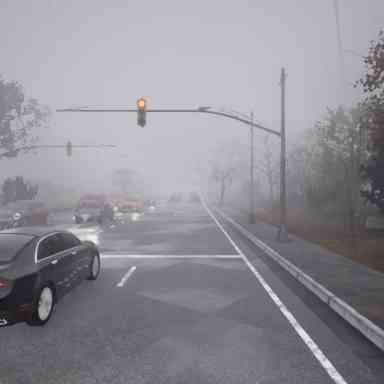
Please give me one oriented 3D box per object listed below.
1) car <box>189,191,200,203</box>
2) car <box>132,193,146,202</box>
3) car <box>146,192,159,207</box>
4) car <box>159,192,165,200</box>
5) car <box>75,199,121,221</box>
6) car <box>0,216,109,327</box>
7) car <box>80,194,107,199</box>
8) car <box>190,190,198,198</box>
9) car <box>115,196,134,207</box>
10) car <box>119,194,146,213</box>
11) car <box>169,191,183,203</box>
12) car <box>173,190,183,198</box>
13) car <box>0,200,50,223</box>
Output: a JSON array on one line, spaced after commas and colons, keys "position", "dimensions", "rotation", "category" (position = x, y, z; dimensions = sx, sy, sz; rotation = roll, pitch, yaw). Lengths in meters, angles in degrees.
[{"position": [0.449, 1.169, 60.670], "dimensions": [2.128, 1.511, 4.902], "rotation": [0, 3, 0], "category": "car"}, {"position": [-10.174, 1.056, 63.667], "dimensions": [1.812, 1.442, 4.674], "rotation": [0, 3, 1], "category": "car"}, {"position": [-6.796, 1.320, 51.685], "dimensions": [2.097, 1.767, 4.553], "rotation": [0, 1, 1], "category": "car"}, {"position": [-6.607, 0.781, 68.082], "dimensions": [1.882, 1.535, 5.008], "rotation": [0, 3, 0], "category": "car"}, {"position": [-6.985, 1.492, 24.257], "dimensions": [2.128, 1.511, 4.902], "rotation": [0, 0, 0], "category": "car"}, {"position": [-3.377, 1.505, 7.034], "dimensions": [1.837, 1.490, 4.892], "rotation": [0, 0, 0], "category": "car"}, {"position": [-10.434, 1.221, 35.295], "dimensions": [2.150, 2.045, 5.566], "rotation": [0, 0, 0], "category": "car"}, {"position": [0.440, 0.455, 74.285], "dimensions": [1.882, 1.535, 5.008], "rotation": [0, 3, 0], "category": "car"}, {"position": [-10.305, 1.453, 51.238], "dimensions": [1.882, 1.535, 5.008], "rotation": [0, 0, 1], "category": "car"}, {"position": [-6.896, 1.354, 37.453], "dimensions": [2.097, 1.767, 4.553], "rotation": [0, 0, 0], "category": "car"}, {"position": [-3.050, 1.025, 60.787], "dimensions": [2.097, 1.767, 4.553], "rotation": [0, 3, 0], "category": "car"}, {"position": [-3.054, 0.445, 74.496], "dimensions": [1.882, 1.535, 5.008], "rotation": [0, 3, 0], "category": "car"}, {"position": [-10.512, 1.351, 20.358], "dimensions": [2.097, 1.767, 4.553], "rotation": [0, 0, 0], "category": "car"}]
